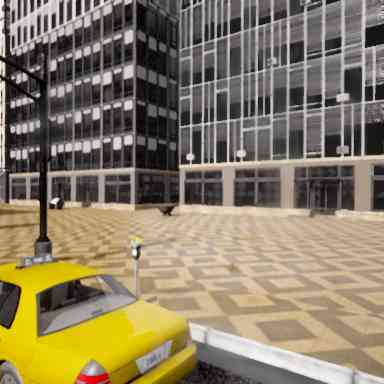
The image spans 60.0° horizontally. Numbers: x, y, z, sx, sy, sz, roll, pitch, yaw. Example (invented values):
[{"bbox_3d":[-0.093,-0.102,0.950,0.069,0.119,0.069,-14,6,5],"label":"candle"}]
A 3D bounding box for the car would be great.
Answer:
[{"bbox_3d":[-2.227,1.514,4.478,4.829,1.417,1.752,0,0,36],"label":"car"}]
